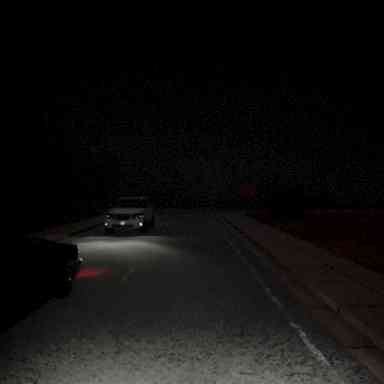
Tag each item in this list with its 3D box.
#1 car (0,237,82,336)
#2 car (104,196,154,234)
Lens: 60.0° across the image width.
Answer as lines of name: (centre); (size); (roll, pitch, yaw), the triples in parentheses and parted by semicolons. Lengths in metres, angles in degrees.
car: (-3.601, 1.562, 5.916); (2.033, 1.411, 5.357); (0, 0, 0)
car: (-3.586, 1.267, 20.025); (2.150, 2.045, 5.566); (0, 0, 0)
